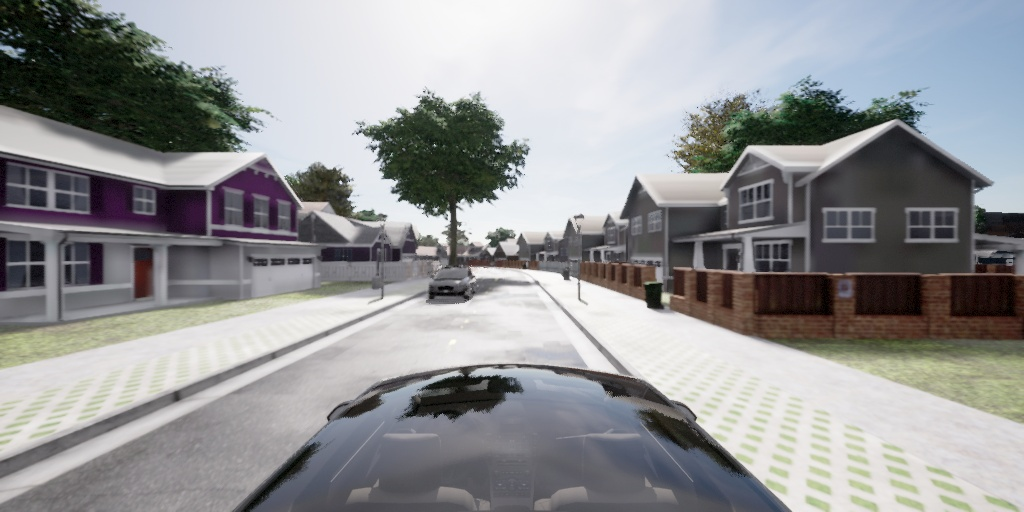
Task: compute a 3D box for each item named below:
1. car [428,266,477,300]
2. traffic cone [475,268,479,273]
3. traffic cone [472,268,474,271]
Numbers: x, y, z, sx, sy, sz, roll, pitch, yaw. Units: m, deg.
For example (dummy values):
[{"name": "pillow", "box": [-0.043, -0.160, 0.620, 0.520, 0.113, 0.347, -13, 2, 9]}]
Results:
[{"name": "car", "box": [-2.846, 1.269, 17.849, 1.837, 1.490, 4.892, 0, 0, 0]}, {"name": "traffic cone", "box": [-4.708, 1.967, 48.998, 0.340, 0.580, 0.340, 0, 0, -7]}, {"name": "traffic cone", "box": [-5.446, 2.031, 53.825, 0.340, 0.580, 0.340, 0, 0, -10]}]
